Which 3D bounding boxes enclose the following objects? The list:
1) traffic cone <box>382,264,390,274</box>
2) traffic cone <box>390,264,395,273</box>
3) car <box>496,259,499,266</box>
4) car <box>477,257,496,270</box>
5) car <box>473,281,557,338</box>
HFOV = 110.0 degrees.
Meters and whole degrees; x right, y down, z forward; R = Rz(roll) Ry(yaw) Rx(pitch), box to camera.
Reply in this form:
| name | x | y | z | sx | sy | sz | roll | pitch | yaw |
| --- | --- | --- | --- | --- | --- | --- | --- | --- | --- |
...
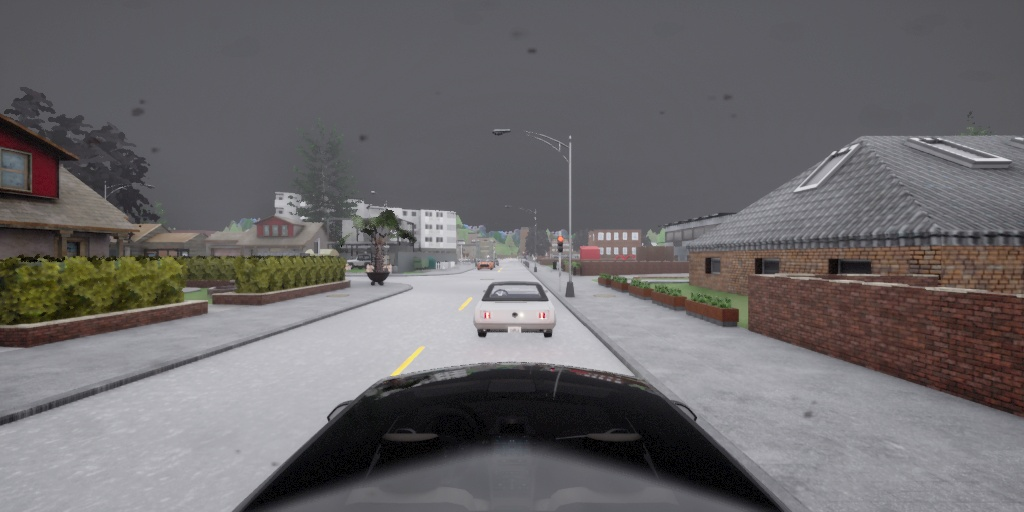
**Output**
| name | x | y | z | sx | sy | sz | roll | pitch | yaw |
| --- | --- | --- | --- | --- | --- | --- | --- | --- | --- |
| traffic cone | -15.526 | 1.561 | 44.141 | 0.344 | 0.586 | 0.344 | 0 | 0 | 0 |
| traffic cone | -15.162 | 1.558 | 44.708 | 0.344 | 0.586 | 0.344 | 0 | 0 | 0 |
| car | -3.755 | 1.255 | 61.678 | 1.837 | 1.490 | 4.892 | 0 | 0 | 1 |
| car | -3.826 | 1.102 | 52.297 | 2.097 | 1.767 | 4.553 | 0 | 0 | 0 |
| car | 0.096 | 1.351 | 10.191 | 1.895 | 1.301 | 4.718 | 0 | 0 | 1 |
